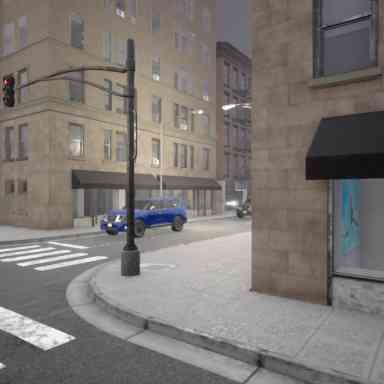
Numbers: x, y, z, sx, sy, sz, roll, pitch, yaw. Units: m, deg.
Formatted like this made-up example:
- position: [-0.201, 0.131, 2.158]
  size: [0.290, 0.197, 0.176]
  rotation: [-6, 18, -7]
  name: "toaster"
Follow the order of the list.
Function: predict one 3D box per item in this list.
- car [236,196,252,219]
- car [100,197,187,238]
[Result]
- position: [6.184, 1.405, 31.089]
  size: [2.150, 2.045, 5.566]
  rotation: [0, 0, 35]
  name: "car"
- position: [-2.506, 1.316, 18.855]
  size: [2.150, 2.045, 5.566]
  rotation: [0, 0, 35]
  name: "car"
